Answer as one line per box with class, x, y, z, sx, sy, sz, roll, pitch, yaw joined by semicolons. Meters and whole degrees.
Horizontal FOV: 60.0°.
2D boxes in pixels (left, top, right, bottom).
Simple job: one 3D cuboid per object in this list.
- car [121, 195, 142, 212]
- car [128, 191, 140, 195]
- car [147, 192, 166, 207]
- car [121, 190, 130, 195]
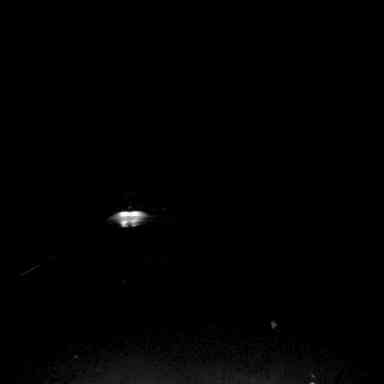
car;-7.532;1.469;39.977;2.128;1.511;4.902;-1;1;-12
car;-11.029;1.109;66.156;2.033;1.411;5.357;-1;1;-15
car;-5.205;1.043;48.479;2.150;2.045;5.566;-1;1;-14
car;-16.539;0.362;84.316;2.097;1.767;4.553;-2;2;-23
